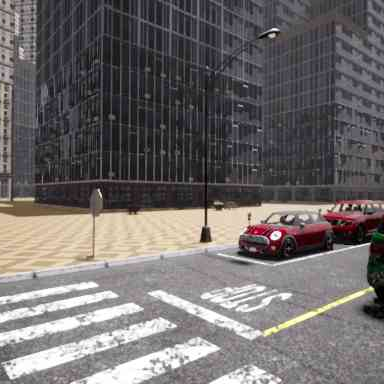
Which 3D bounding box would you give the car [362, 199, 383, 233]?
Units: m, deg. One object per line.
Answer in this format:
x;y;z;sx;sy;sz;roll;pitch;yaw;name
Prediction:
12.386;1.342;19.848;5.009;1.841;2.192;0;0;-39;car

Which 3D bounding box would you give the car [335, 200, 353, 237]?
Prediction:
8.011;1.336;16.277;5.009;1.841;2.192;0;0;-39;car

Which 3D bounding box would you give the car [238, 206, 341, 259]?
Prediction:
3.636;1.454;12.708;4.097;1.590;1.967;0;0;-39;car

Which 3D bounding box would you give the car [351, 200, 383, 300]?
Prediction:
5.873;1.232;7.198;5.566;2.045;2.150;0;0;-39;car
